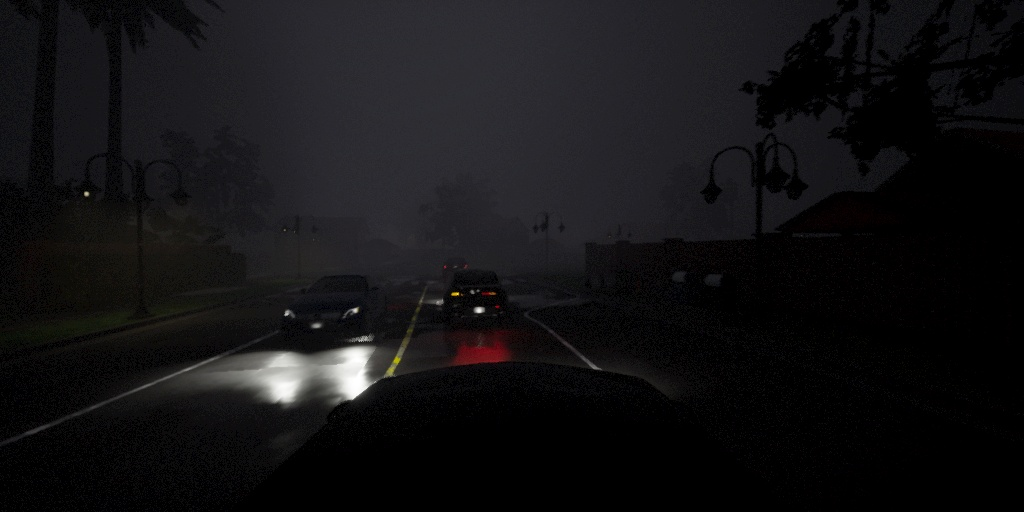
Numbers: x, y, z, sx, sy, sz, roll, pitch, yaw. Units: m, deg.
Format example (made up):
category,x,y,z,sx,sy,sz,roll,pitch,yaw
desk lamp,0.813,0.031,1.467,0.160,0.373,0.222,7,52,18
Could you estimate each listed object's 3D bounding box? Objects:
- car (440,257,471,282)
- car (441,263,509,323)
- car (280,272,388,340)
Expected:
category,x,y,z,sx,sy,sz,roll,pitch,yaw
car,-4.457,0.840,29.188,2.097,1.767,4.553,0,1,-6
car,-1.296,1.151,11.779,1.837,1.490,4.892,-1,1,-11
car,-4.677,1.219,10.086,1.812,1.442,4.674,-1,1,-11
